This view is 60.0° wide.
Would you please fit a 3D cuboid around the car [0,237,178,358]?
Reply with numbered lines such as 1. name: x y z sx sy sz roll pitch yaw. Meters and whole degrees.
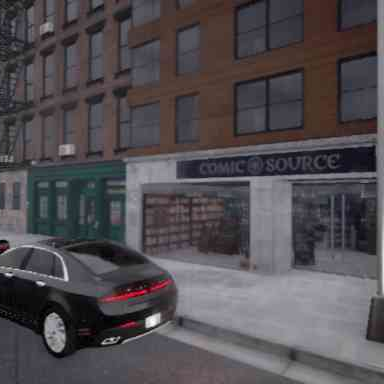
1. car: -2.494 1.607 6.219 4.892 1.490 1.837 0 -1 37
